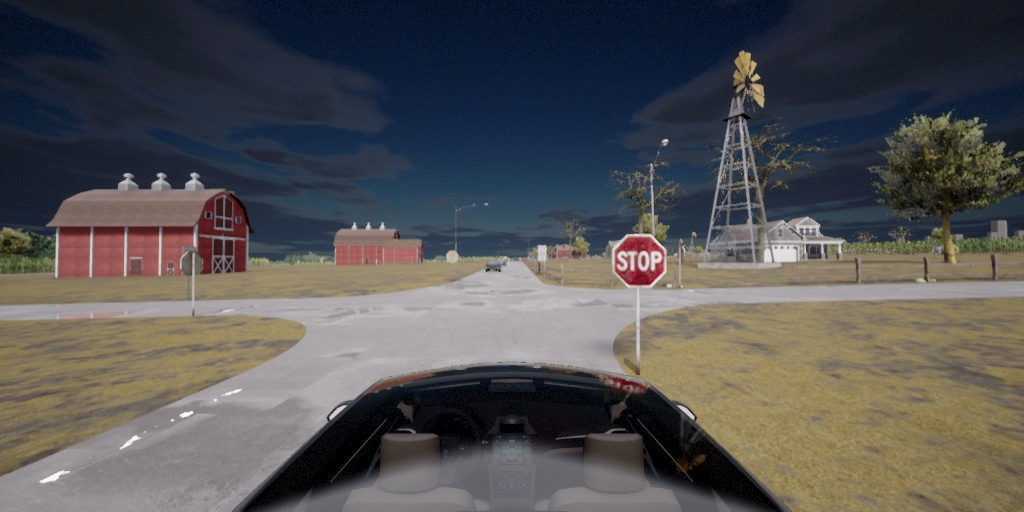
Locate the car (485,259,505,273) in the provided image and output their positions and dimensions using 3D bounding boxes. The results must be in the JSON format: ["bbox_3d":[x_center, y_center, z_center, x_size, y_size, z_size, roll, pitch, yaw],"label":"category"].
[{"bbox_3d":[-2.215,1.252,43.422,2.033,1.411,5.357,0,0,1],"label":"car"}]

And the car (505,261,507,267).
[{"bbox_3d":[-1.946,1.197,63.687,1.812,1.442,4.674,0,0,1],"label":"car"}]
